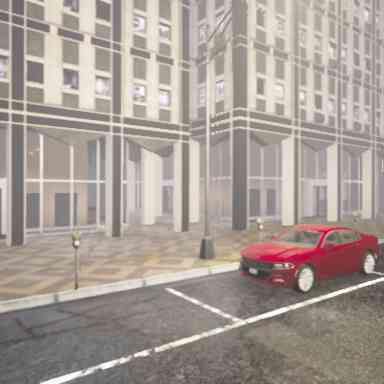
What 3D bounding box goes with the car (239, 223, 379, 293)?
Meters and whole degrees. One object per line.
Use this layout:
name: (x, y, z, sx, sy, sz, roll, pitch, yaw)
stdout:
car: (3.226, 1.551, 8.857, 4.507, 1.381, 1.887, 0, 0, -35)
